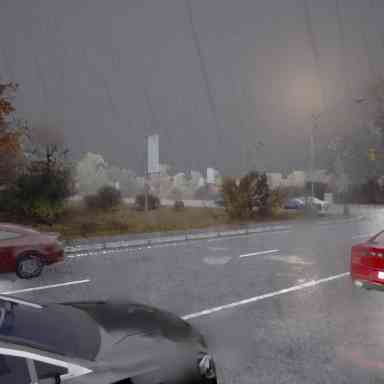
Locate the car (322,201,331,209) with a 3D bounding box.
[{"bbox_3d":[13.918,1.281,39.172,1.812,1.442,4.674,-1,0,-39],"label":"car"}]

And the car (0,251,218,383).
[{"bbox_3d":[-1.990,1.492,2.311,4.902,1.511,2.128,0,0,-35],"label":"car"}]

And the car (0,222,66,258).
[{"bbox_3d":[-5.717,1.526,8.506,4.674,1.442,1.812,0,0,-35],"label":"car"}]

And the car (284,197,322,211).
[{"bbox_3d":[11.132,1.334,37.020,2.033,1.411,5.357,-1,0,-39],"label":"car"}]

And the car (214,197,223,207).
[{"bbox_3d":[5.079,1.293,44.569,1.837,1.490,4.892,-1,1,-39],"label":"car"}]

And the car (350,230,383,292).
[{"bbox_3d":[5.726,1.445,7.826,5.008,1.535,1.882,0,0,-35],"label":"car"}]
